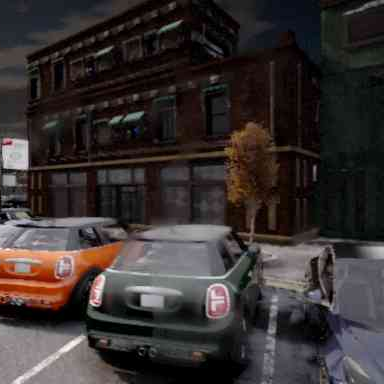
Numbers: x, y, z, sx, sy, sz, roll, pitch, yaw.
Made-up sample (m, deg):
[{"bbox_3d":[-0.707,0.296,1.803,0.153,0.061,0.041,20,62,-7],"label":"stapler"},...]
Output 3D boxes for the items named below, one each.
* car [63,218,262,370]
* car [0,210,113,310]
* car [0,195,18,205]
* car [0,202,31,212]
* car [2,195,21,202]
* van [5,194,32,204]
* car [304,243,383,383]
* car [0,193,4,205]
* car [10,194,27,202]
[{"bbox_3d":[0.095,1.360,6.044,2.185,1.767,4.553,0,-1,16],"label":"car"},{"bbox_3d":[-2.345,1.361,7.791,2.185,1.767,4.553,0,-1,16],"label":"car"},{"bbox_3d":[-34.738,1.434,61.185,4.553,1.767,2.185,-1,-1,14],"label":"car"},{"bbox_3d":[-7.202,1.366,11.344,2.185,1.767,4.553,0,-1,15],"label":"car"},{"bbox_3d":[-25.815,1.563,44.075,4.792,1.488,2.163,1,1,14],"label":"car"},{"bbox_3d":[-33.133,1.336,63.701,4.442,1.987,1.878,-1,0,14],"label":"van"},{"bbox_3d":[2.549,1.515,4.294,2.163,1.488,4.792,1,-1,16],"label":"car"},{"bbox_3d":[-36.371,1.306,58.671,5.566,2.045,2.435,-1,-1,14],"label":"car"},{"bbox_3d":[-24.160,1.283,46.537,5.566,2.045,2.435,1,1,14],"label":"car"}]
